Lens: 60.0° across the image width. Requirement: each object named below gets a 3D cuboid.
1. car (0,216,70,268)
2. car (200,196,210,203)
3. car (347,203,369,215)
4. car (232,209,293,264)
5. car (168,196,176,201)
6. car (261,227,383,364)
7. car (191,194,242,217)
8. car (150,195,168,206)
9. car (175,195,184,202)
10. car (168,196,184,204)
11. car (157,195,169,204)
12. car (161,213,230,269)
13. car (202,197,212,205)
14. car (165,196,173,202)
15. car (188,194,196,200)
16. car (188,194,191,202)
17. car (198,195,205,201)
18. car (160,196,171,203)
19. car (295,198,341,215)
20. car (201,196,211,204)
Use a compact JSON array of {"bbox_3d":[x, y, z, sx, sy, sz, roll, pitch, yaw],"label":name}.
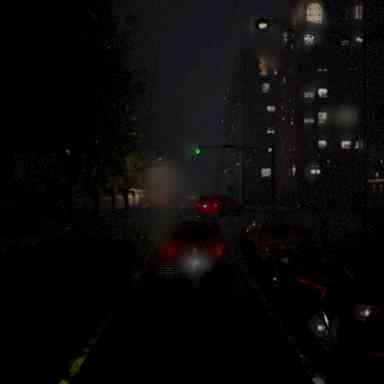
[{"bbox_3d":[-5.687,1.533,11.340,1.752,1.417,4.829,0,0,0],"label":"car"},{"bbox_3d":[2.713,1.630,71.679,2.008,1.369,4.403,0,0,0],"label":"car"},{"bbox_3d":[20.320,1.954,38.508,4.507,1.381,1.887,1,-1,0],"label":"car"},{"bbox_3d":[2.693,1.533,11.678,1.752,1.417,4.829,0,0,0],"label":"car"},{"bbox_3d":[-5.659,1.700,93.822,1.802,1.307,4.206,0,0,0],"label":"car"},{"bbox_3d":[2.692,1.569,5.877,1.947,1.339,4.313,0,0,0],"label":"car"},{"bbox_3d":[2.509,1.247,29.656,2.150,2.045,5.566,-1,0,32],"label":"car"},{"bbox_3d":[-5.674,1.368,55.076,2.192,1.841,5.009,0,0,0],"label":"car"},{"bbox_3d":[-2.970,1.618,81.000,2.128,1.511,4.902,0,0,0],"label":"car"},{"bbox_3d":[-2.985,1.615,64.662,2.033,1.411,5.357,0,0,0],"label":"car"},{"bbox_3d":[-5.669,1.510,66.146,1.967,1.590,4.097,0,0,0],"label":"car"},{"bbox_3d":[0.098,1.608,11.106,1.895,1.301,4.718,0,0,0],"label":"car"},{"bbox_3d":[2.709,1.587,60.779,1.752,1.417,4.829,0,0,0],"label":"car"},{"bbox_3d":[-5.663,1.680,82.751,1.802,1.307,4.206,0,0,0],"label":"car"},{"bbox_3d":[0.034,1.379,90.781,2.097,1.767,4.553,0,0,0],"label":"car"},{"bbox_3d":[0.031,1.684,80.830,1.895,1.301,4.718,0,0,0],"label":"car"},{"bbox_3d":[2.721,1.663,93.820,1.887,1.381,4.507,0,0,0],"label":"car"},{"bbox_3d":[-5.667,1.624,71.682,1.887,1.381,4.507,0,0,0],"label":"car"},{"bbox_3d":[14.629,1.621,38.496,5.009,1.841,2.192,1,-1,0],"label":"car"},{"bbox_3d":[2.711,1.615,66.144,1.887,1.381,4.507,0,0,0],"label":"car"}]
